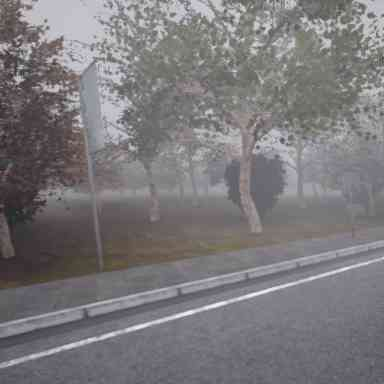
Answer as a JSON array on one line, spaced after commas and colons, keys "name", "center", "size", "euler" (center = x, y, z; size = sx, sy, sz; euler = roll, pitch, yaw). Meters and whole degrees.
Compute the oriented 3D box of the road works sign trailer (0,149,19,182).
[{"name": "road works sign trailer", "center": [-6.206, 0.341, 7.784], "size": [2.880, 3.560, 2.380], "euler": [30, 21, 26]}]
